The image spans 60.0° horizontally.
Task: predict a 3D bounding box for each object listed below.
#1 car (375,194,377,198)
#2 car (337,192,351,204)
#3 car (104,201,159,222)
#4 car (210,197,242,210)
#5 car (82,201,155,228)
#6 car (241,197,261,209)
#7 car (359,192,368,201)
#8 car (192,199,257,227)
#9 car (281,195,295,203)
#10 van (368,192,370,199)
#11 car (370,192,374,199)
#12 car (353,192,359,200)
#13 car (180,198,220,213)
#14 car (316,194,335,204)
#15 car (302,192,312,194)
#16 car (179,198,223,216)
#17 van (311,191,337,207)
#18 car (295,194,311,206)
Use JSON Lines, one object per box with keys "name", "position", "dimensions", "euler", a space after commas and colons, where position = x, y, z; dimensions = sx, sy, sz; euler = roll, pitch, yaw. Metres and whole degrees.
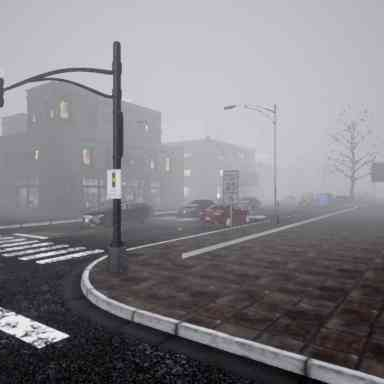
{"name": "car", "position": [45.468, 0.799, 84.113], "dimensions": [1.967, 1.590, 4.097], "euler": [0, 1, 35]}
{"name": "car", "position": [23.500, 1.173, 52.274], "dimensions": [1.947, 1.339, 4.313], "euler": [0, 1, 35]}
{"name": "car", "position": [-4.691, 1.452, 26.173], "dimensions": [1.802, 1.307, 4.206], "euler": [0, 1, 35]}
{"name": "car", "position": [4.049, 1.333, 38.840], "dimensions": [1.947, 1.339, 4.313], "euler": [0, 1, 35]}
{"name": "car", "position": [-4.769, 1.384, 21.508], "dimensions": [2.128, 1.511, 4.902], "euler": [0, 0, 35]}
{"name": "car", "position": [6.296, 1.287, 37.534], "dimensions": [1.812, 1.442, 4.674], "euler": [0, 0, 35]}
{"name": "car", "position": [32.915, 0.939, 65.919], "dimensions": [1.967, 1.590, 4.097], "euler": [0, 1, 35]}
{"name": "car", "position": [2.208, 1.403, 21.413], "dimensions": [1.887, 1.381, 4.507], "euler": [0, 1, 35]}
{"name": "car", "position": [16.602, 1.201, 57.033], "dimensions": [1.802, 1.307, 4.206], "euler": [0, 1, 35]}
{"name": "van", "position": [36.053, 0.805, 70.467], "dimensions": [1.690, 1.788, 3.998], "euler": [0, 1, 35]}
{"name": "car", "position": [39.191, 0.973, 75.017], "dimensions": [1.887, 1.381, 4.507], "euler": [0, 1, 35]}
{"name": "car", "position": [26.638, 1.115, 56.823], "dimensions": [1.887, 1.381, 4.507], "euler": [0, 1, 35]}
{"name": "car", "position": [0.911, 1.355, 34.291], "dimensions": [2.008, 1.369, 4.403], "euler": [0, 1, 35]}
{"name": "car", "position": [22.180, 1.079, 54.948], "dimensions": [1.882, 1.535, 5.008], "euler": [0, 0, 34]}
{"name": "car", "position": [22.878, 0.862, 66.129], "dimensions": [2.192, 1.841, 5.009], "euler": [0, 1, 35]}
{"name": "car", "position": [0.733, 1.353, 29.477], "dimensions": [1.812, 1.442, 4.674], "euler": [0, 0, 35]}
{"name": "van", "position": [17.224, 1.021, 43.176], "dimensions": [1.690, 1.788, 3.998], "euler": [0, 1, 35]}
{"name": "car", "position": [16.357, 1.270, 46.494], "dimensions": [1.895, 1.301, 4.718], "euler": [0, 0, 35]}
